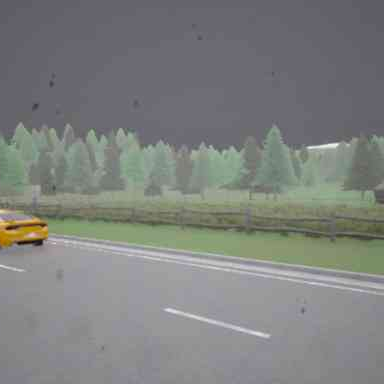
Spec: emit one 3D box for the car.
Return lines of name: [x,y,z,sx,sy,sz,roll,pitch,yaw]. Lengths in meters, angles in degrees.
car: [-8.113,1.489,14.087,5.008,1.535,1.882,0,0,36]
